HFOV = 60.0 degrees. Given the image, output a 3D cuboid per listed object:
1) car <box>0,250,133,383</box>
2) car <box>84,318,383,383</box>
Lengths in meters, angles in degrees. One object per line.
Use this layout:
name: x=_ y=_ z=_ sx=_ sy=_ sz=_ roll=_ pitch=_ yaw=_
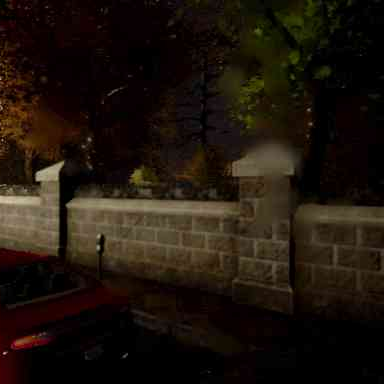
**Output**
car: x=-2.825 y=1.510 z=4.738 sx=4.507 sy=1.381 sz=1.887 roll=0 pitch=0 yaw=36
car: x=1.689 y=1.570 z=1.517 sx=4.313 sy=1.339 sz=1.947 roll=0 pitch=0 yaw=36
